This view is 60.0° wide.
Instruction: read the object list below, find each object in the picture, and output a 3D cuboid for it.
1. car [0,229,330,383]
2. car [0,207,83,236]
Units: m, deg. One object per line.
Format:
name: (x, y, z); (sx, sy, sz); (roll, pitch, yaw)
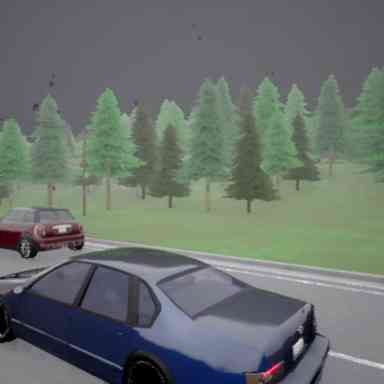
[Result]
car: (-1.001, 1.544, 4.705); (5.357, 1.411, 2.033); (0, 0, 35)
car: (-6.201, 1.339, 12.714); (4.553, 1.767, 2.097); (0, 0, 36)
